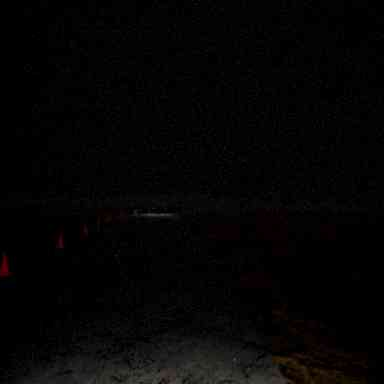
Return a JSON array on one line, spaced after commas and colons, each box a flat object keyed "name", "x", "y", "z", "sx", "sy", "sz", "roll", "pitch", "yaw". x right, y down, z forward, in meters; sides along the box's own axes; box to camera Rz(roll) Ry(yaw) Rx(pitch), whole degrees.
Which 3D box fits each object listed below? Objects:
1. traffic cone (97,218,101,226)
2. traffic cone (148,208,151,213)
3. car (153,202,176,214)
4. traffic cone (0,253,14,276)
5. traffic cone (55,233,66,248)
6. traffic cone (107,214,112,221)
[{"name": "traffic cone", "x": -6.762, "y": 2.176, "z": 24.103, "sx": 0.340, "sy": 0.580, "sz": 0.340, "roll": 0, "pitch": -1, "yaw": -8}, {"name": "traffic cone", "x": -5.724, "y": 2.496, "z": 44.993, "sx": 0.340, "sy": 0.580, "sz": 0.340, "roll": 0, "pitch": -1, "yaw": 14}, {"name": "car", "x": -3.552, "y": 2.005, "z": 43.586, "sx": 1.882, "sy": 1.535, "sz": 5.008, "roll": 0, "pitch": -1, "yaw": 14}, {"name": "traffic cone", "x": -5.293, "y": 2.033, "z": 9.401, "sx": 0.340, "sy": 0.580, "sz": 0.340, "roll": 0, "pitch": -1, "yaw": -3}, {"name": "traffic cone", "x": -5.649, "y": 2.076, "z": 14.314, "sx": 0.340, "sy": 0.580, "sz": 0.340, "roll": 0, "pitch": -1, "yaw": -5}, {"name": "traffic cone", "x": -7.287, "y": 2.240, "z": 29.317, "sx": 0.340, "sy": 0.580, "sz": 0.340, "roll": 0, "pitch": -1, "yaw": -3}]
